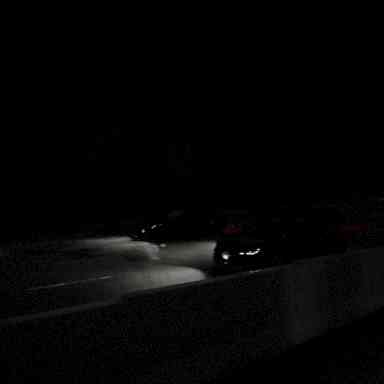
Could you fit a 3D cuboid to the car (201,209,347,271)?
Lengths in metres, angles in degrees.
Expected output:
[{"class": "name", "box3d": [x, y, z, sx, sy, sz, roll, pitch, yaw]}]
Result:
[{"class": "car", "box3d": [2.875, 1.477, 10.338, 4.892, 1.490, 1.837, -1, 0, -35]}]

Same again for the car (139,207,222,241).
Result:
[{"class": "car", "box3d": [-0.346, 1.488, 16.638, 4.674, 1.442, 1.812, -1, 0, -35]}]

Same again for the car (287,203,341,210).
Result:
[{"class": "car", "box3d": [5.683, 1.338, 16.636, 4.902, 1.511, 2.128, -2, 1, -35]}]
